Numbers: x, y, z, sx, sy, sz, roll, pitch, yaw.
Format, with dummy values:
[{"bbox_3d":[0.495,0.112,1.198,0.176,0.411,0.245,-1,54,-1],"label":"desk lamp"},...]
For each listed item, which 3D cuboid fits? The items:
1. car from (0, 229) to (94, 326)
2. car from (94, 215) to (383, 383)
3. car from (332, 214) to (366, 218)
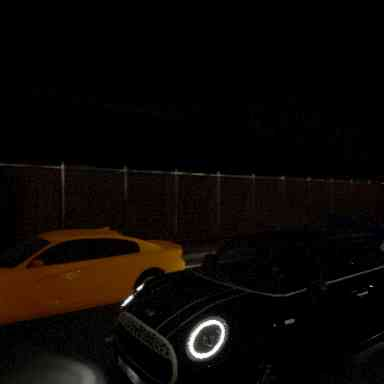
[{"bbox_3d":[-2.483,1.493,6.510,5.008,1.535,1.882,1,0,-35],"label":"car"},{"bbox_3d":[1.212,1.385,4.840,4.553,1.767,2.097,1,0,-35],"label":"car"},{"bbox_3d":[5.292,1.578,12.042,5.008,1.535,1.882,1,0,-35],"label":"car"}]
